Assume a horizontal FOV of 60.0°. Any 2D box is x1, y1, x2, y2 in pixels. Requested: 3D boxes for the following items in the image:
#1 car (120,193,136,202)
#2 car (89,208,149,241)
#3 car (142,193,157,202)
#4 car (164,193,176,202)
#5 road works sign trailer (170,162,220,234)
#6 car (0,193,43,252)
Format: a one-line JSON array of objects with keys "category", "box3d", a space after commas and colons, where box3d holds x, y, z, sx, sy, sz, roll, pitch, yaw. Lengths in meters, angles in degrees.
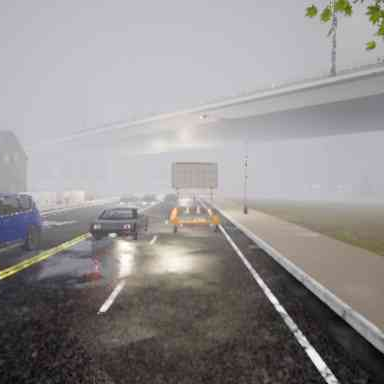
[{"category": "car", "box3d": [-9.967, 0.834, 52.186, 2.033, 1.411, 5.357, 0, 1, 0]}, {"category": "car", "box3d": [-3.154, 1.383, 15.429, 1.895, 1.301, 4.718, 0, 1, 0]}, {"category": "car", "box3d": [-6.730, 0.840, 52.921, 1.994, 1.385, 4.181, 0, 1, 0]}, {"category": "car", "box3d": [-3.339, 0.836, 53.151, 1.994, 1.385, 4.181, 0, 1, -1]}, {"category": "road works sign trailer", "box3d": [0.133, 0.220, 17.346, 2.380, 3.560, 2.880, 0, 1, -3]}, {"category": "car", "box3d": [-6.599, 1.079, 10.058, 2.150, 2.045, 5.566, 0, 1, 0]}]
